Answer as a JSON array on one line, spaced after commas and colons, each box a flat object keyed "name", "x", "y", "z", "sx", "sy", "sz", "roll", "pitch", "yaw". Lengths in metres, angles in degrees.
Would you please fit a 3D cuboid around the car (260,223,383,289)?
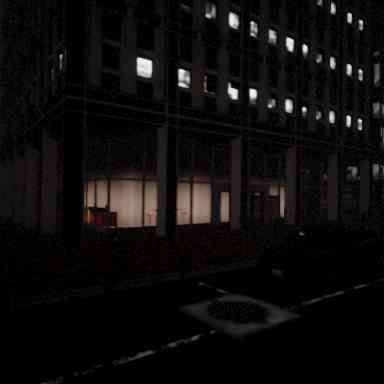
[{"name": "car", "x": 3.832, "y": 1.581, "z": 9.278, "sx": 4.313, "sy": 1.339, "sz": 1.947, "roll": 0, "pitch": 1, "yaw": -35}]
